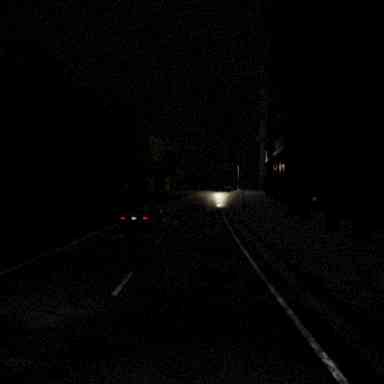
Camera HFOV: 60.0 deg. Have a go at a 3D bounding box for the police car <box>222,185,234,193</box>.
[{"bbox_3d":[8.861,-0.596,84.881,1.930,1.638,5.238,0,2,10],"label":"police car"}]

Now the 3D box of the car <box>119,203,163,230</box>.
[{"bbox_3d":[-2.923,1.379,19.879,2.033,1.411,5.357,0,1,3],"label":"car"}]
